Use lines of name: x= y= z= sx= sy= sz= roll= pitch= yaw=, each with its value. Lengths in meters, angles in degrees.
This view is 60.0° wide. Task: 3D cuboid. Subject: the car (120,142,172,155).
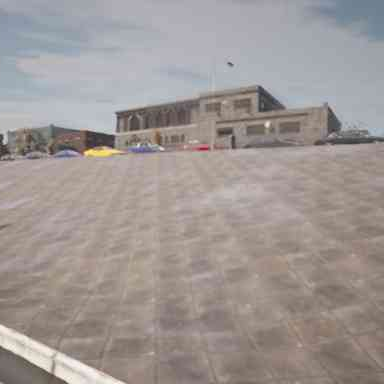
car: x=-3.858 y=-3.789 z=30.469 sx=4.553 sy=1.767 sz=2.185 roll=1 pitch=1 yaw=31

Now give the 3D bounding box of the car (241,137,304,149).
car: x=5.999 y=-3.416 z=25.062 sx=4.674 sy=1.452 sz=2.002 roll=1 pitch=1 yaw=28

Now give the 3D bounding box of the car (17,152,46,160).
car: x=-17.971 y=-3.965 z=39.243 sx=4.892 sy=1.521 sz=2.231 roll=1 pitch=1 yaw=34

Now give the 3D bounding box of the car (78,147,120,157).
car: x=-8.612 y=-3.766 z=33.285 sx=5.008 sy=1.535 sz=2.097 roll=1 pitch=1 yaw=32

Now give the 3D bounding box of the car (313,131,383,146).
car: x=10.831 y=-3.354 z=22.604 sx=4.892 sy=1.521 sz=2.231 roll=1 pitch=1 yaw=27

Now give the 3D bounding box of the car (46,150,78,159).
car: x=-13.324 y=-3.828 z=36.214 sx=4.674 sy=1.452 sz=2.002 roll=1 pitch=1 yaw=33

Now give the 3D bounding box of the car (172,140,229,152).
car: x=1.135 y=-3.528 z=27.669 sx=4.792 sy=1.488 sz=2.163 roll=1 pitch=1 yaw=29

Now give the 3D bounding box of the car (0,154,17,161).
car: x=-22.538 y=-4.045 z=42.342 sx=4.892 sy=1.521 sz=2.231 roll=1 pitch=0 yaw=34
